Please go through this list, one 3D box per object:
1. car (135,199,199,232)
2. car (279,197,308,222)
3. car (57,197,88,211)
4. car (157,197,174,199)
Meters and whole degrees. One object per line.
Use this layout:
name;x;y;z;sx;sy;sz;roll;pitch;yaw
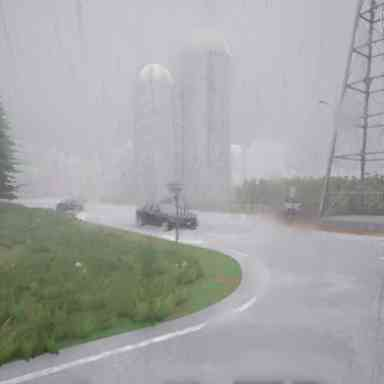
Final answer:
car;-1.577;1.378;19.470;1.882;1.535;5.008;0;0;-35
car;8.127;1.308;26.529;1.905;1.878;3.866;0;0;24
car;-13.248;1.502;36.167;1.895;1.301;4.718;0;0;-35
car;-3.461;1.424;38.982;3.988;1.617;1.851;0;0;-36
